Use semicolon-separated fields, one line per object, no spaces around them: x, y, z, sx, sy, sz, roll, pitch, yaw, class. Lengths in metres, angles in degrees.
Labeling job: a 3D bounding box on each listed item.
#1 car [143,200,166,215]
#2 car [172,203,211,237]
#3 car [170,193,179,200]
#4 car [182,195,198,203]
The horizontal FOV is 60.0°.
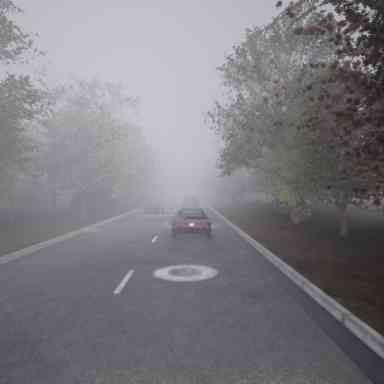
-3.604;1.457;32.789;1.994;1.385;4.181;0;0;0;car
-0.036;1.505;17.691;1.994;1.385;4.181;0;0;0;car
-3.851;0.974;74.362;1.837;1.490;4.892;0;0;0;car
-0.249;1.189;43.718;2.097;1.767;4.553;0;0;0;car
